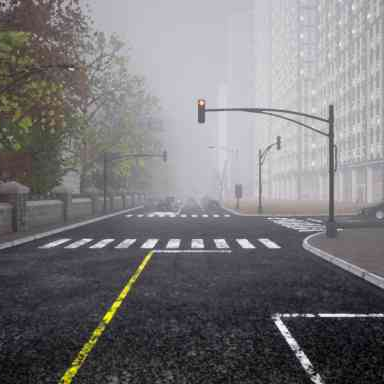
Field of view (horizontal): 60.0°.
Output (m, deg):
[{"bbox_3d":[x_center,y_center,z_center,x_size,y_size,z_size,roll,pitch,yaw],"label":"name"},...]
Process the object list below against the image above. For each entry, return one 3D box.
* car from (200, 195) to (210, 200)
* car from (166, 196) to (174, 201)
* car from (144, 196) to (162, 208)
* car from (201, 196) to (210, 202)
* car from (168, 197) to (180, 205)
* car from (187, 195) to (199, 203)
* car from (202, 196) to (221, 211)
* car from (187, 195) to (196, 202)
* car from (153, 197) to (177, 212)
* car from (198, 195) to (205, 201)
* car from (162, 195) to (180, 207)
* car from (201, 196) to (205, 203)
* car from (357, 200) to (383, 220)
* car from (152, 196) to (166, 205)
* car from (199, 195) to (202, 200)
[{"bbox_3d":[2.647,1.597,52.828,1.947,1.339,4.313,0,0,0],"label":"car"},{"bbox_3d":[-5.762,1.626,86.615,1.887,1.381,4.507,0,0,0],"label":"car"},{"bbox_3d":[-5.729,1.608,47.188,1.802,1.307,4.206,0,0,0],"label":"car"},{"bbox_3d":[3.085,1.590,76.875,1.812,1.442,4.674,0,0,0],"label":"car"},{"bbox_3d":[-3.121,1.564,59.056,1.812,1.442,4.674,0,0,0],"label":"car"},{"bbox_3d":[-0.059,1.578,69.263,1.812,1.442,4.674,0,0,0],"label":"car"},{"bbox_3d":[2.656,1.587,41.563,1.947,1.339,4.313,0,0,0],"label":"car"},{"bbox_3d":[-0.066,1.482,78.847,2.033,1.411,5.357,0,0,0],"label":"car"},{"bbox_3d":[-3.131,1.583,39.228,1.994,1.385,4.181,0,0,0],"label":"car"},{"bbox_3d":[2.614,1.642,92.254,2.008,1.369,4.403,0,0,0],"label":"car"},{"bbox_3d":[-3.135,1.379,48.781,2.097,1.767,4.553,0,0,0],"label":"car"},{"bbox_3d":[2.652,1.592,47.195,1.947,1.339,4.313,0,0,0],"label":"car"},{"bbox_3d":[14.933,1.239,24.786,4.892,1.490,1.837,-1,0,0],"label":"car"},{"bbox_3d":[-5.737,1.478,58.454,1.967,1.590,4.097,0,0,0],"label":"car"},{"bbox_3d":[3.055,1.406,69.845,2.097,1.767,4.553,0,0,0],"label":"car"}]
